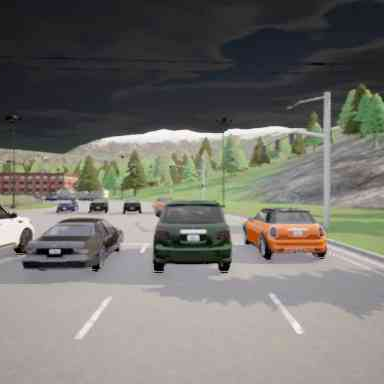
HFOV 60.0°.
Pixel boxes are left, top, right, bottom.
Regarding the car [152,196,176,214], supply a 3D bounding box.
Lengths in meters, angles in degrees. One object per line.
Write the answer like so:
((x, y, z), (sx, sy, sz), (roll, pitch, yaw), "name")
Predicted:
((-3.209, 1.382, 37.104), (2.097, 1.767, 4.553), (0, 0, -12), "car")

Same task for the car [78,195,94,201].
((-28.469, 1.623, 89.166), (4.181, 1.385, 1.994), (0, 0, 32), "car")

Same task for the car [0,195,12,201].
((-47.533, 1.542, 82.301), (5.008, 1.535, 1.882), (0, 0, 11), "car")

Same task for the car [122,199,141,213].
((-6.652, 1.507, 36.639), (1.882, 1.535, 5.008), (0, 0, -12), "car")

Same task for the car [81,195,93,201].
((-25.490, 1.591, 82.705), (4.902, 1.511, 2.128), (0, 0, 39), "car")

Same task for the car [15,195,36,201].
((-42.122, 1.566, 84.311), (4.892, 1.490, 1.837), (0, 0, 18), "car")

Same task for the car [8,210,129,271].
((-3.556, 1.556, 10.927), (2.033, 1.411, 5.357), (0, 0, -2), "car")

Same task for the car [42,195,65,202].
((-33.492, 1.587, 79.916), (4.674, 1.442, 1.812), (0, 0, 32), "car")

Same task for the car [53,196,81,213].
((-13.987, 1.555, 37.462), (1.812, 1.442, 4.674), (0, 0, -12), "car")

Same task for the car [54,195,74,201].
((-34.070, 1.548, 88.379), (5.008, 1.535, 1.882), (0, 0, 25), "car")

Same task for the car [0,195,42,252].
((-7.033, 1.230, 10.313), (2.150, 2.045, 5.566), (0, 0, -2), "car")

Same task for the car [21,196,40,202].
((-38.201, 1.586, 78.678), (4.674, 1.442, 1.812), (0, 0, 28), "car")

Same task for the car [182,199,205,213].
((0.093, 1.557, 38.523), (1.812, 1.442, 4.674), (0, 0, -12), "car")

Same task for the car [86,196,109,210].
((-10.372, 1.507, 37.320), (1.882, 1.535, 5.008), (0, 0, -12), "car")

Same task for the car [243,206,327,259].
((3.345, 1.362, 12.888), (2.097, 1.767, 4.553), (0, 0, -2), "car")

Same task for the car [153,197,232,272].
((-0.059, 1.232, 10.955), (2.150, 2.045, 5.566), (0, 0, -2), "car")
